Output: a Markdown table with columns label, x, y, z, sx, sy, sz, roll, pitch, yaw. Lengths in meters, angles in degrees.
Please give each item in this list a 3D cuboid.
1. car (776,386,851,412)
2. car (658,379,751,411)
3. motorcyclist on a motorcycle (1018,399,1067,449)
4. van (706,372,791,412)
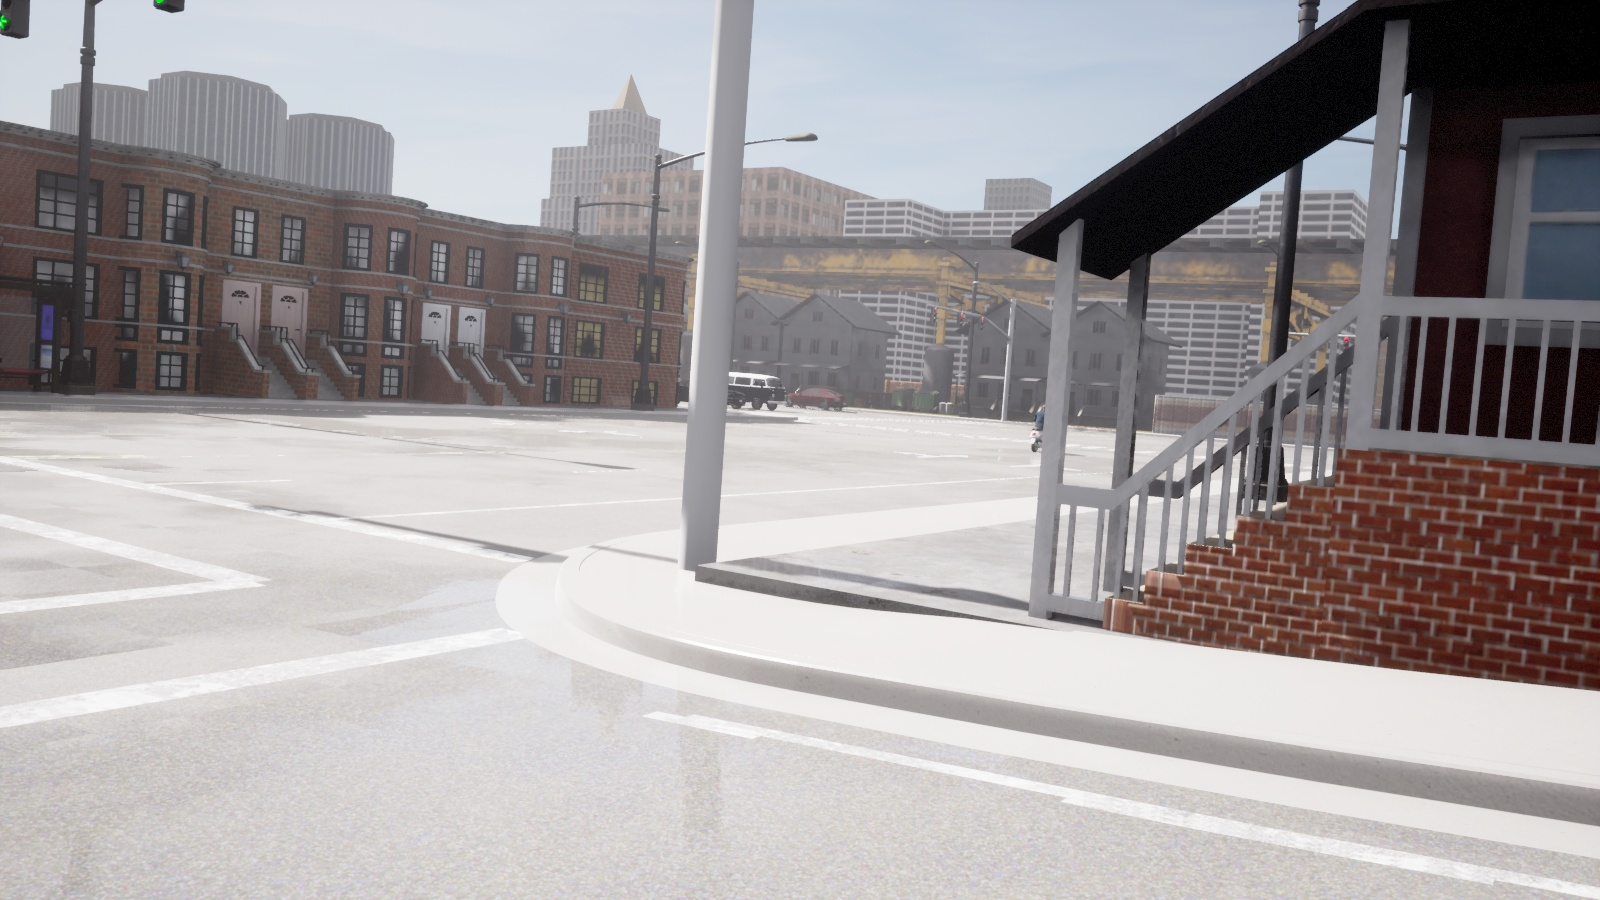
| label | x | y | z | sx | sy | sz | roll | pitch | yaw |
| --- | --- | --- | --- | --- | --- | --- | --- | --- | --- |
| car | 0.872 | -3.390 | 82.590 | 4.674 | 1.442 | 1.812 | 5 | 4 | 34 |
| car | -5.324 | -3.071 | 69.894 | 5.008 | 1.535 | 1.882 | 5 | 4 | 34 |
| motorcyclist on a motorcycle | 8.090 | -0.857 | 41.772 | 0.866 | 1.590 | 1.817 | 5 | 4 | 34 |
| van | -3.004 | -3.349 | 72.554 | 4.480 | 2.038 | 2.069 | 5 | 4 | 34 |
